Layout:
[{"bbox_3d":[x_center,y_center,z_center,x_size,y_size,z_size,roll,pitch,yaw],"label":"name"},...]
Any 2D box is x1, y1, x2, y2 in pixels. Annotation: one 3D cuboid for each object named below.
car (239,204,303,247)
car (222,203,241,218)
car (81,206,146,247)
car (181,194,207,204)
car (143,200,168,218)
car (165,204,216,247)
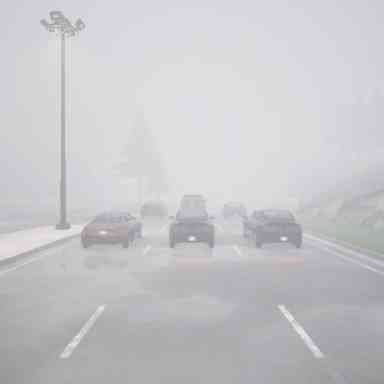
[{"bbox_3d":[3.504,1.508,15.084,1.837,1.490,4.892,0,0,0],"label":"car"},{"bbox_3d":[3.648,1.601,29.560,1.895,1.301,4.718,0,0,3],"label":"car"},{"bbox_3d":[-3.497,1.564,15.085,1.994,1.385,4.181,0,0,0],"label":"car"},{"bbox_3d":[0.142,1.217,29.598,2.150,2.045,5.566,0,0,2],"label":"car"},{"bbox_3d":[-3.308,1.478,30.181,1.882,1.535,5.008,0,0,3],"label":"car"},{"bbox_3d":[0.004,1.507,15.085,1.837,1.490,4.892,0,0,0],"label":"car"}]
